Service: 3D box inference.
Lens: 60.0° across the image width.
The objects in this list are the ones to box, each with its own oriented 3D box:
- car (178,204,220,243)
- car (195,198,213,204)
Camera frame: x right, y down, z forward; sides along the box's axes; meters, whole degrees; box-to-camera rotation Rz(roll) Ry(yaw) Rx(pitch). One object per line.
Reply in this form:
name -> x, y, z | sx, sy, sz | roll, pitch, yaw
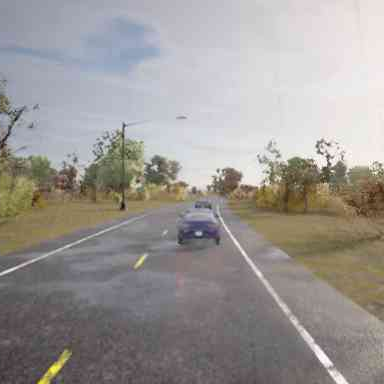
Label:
car -> 0.338, 1.500, 15.722 | 1.812, 1.442, 4.674 | 0, 0, 2
car -> 1.329, 1.451, 38.101 | 2.128, 1.511, 4.902 | 0, 0, 3
